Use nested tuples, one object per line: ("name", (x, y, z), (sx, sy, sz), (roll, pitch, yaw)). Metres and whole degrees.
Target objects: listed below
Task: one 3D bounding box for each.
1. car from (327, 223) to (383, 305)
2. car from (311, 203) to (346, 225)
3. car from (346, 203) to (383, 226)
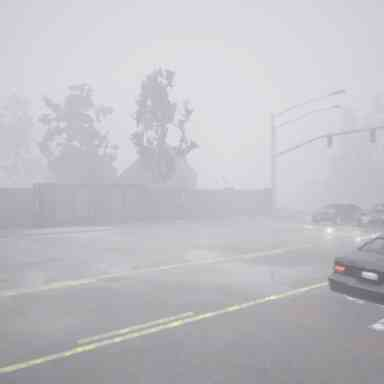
("car", (5.271, 1.567, 7.506), (5.357, 1.411, 2.033), (0, 0, -36))
("car", (10.740, 1.561, 24.446), (4.892, 1.490, 1.837), (0, 0, -36))
("car", (12.356, 1.490, 21.307), (4.902, 1.511, 2.128), (0, 0, -35))
